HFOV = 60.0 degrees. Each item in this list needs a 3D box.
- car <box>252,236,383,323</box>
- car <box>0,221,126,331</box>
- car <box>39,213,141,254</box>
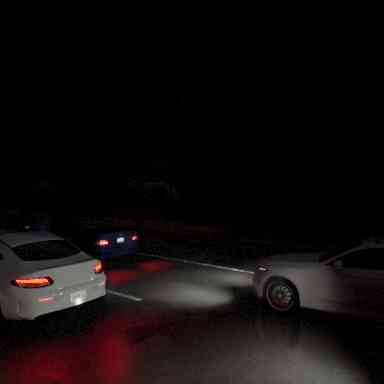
[{"bbox_3d":[3.375,1.525,5.885,4.674,1.442,1.812,0,0,36],"label":"car"},{"bbox_3d":[-3.677,1.455,6.651,4.674,1.442,1.812,1,1,36],"label":"car"},{"bbox_3d":[-4.149,1.431,11.310,5.357,1.411,2.033,1,1,36],"label":"car"}]
